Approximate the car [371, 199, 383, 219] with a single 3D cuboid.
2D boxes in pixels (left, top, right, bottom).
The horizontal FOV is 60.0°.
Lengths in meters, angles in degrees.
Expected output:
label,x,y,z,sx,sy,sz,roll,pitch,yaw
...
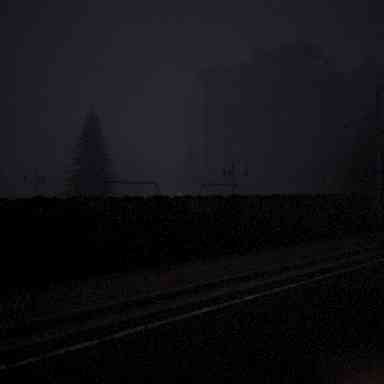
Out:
label,x,y,z,sx,sy,sz,roll,pitch,yaw
car,13.248,1.336,27.486,2.097,1.767,4.553,0,0,-38
